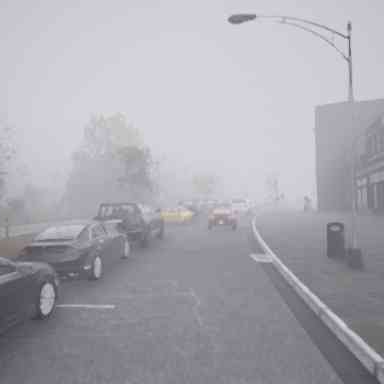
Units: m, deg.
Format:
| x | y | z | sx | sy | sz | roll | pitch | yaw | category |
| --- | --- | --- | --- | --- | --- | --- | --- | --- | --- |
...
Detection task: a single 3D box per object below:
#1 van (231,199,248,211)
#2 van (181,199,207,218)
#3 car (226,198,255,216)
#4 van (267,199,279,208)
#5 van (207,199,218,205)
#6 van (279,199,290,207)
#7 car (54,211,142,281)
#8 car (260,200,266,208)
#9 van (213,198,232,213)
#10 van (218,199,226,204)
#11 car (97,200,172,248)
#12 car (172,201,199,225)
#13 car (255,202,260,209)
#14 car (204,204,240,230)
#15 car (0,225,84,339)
| x | y | z | sx | sy | sz | roll | pitch | yaw | category |
| --- | --- | --- | --- | --- | --- | --- | --- | --- | --- |
| 8.480 | 2.224 | 58.888 | 1.878 | 1.987 | 4.442 | -2 | -1 | 21 | van |
| -0.039 | 1.677 | 32.309 | 1.878 | 1.987 | 4.442 | -3 | -1 | 10 | van |
| 5.946 | 1.754 | 40.106 | 2.150 | 2.045 | 5.566 | -1 | -1 | 16 | car |
| 18.526 | 2.668 | 78.801 | 1.878 | 1.987 | 4.442 | -2 | -1 | 29 | van |
| 1.285 | 1.773 | 37.743 | 1.878 | 1.987 | 4.442 | -3 | -1 | 15 | van |
| 23.588 | 2.842 | 87.368 | 1.878 | 1.987 | 4.442 | -2 | -1 | 29 | van |
| -3.264 | 1.593 | 10.075 | 2.231 | 1.521 | 4.892 | -3 | -1 | 4 | car |
| 13.179 | 2.723 | 68.896 | 2.002 | 1.452 | 4.674 | -2 | -1 | 27 | car |
| 4.477 | 1.987 | 48.446 | 1.878 | 1.987 | 4.442 | -3 | -1 | 17 | van |
| 2.795 | 1.877 | 43.126 | 1.878 | 1.987 | 4.442 | -3 | -1 | 16 | van |
| -2.776 | 1.408 | 15.682 | 2.435 | 2.045 | 5.566 | -3 | -1 | 6 | car |
| -1.121 | 1.811 | 26.895 | 1.946 | 1.575 | 5.366 | -3 | -1 | 12 | car |
| 10.726 | 2.317 | 63.911 | 2.435 | 2.045 | 5.566 | -2 | -1 | 23 | car |
| 2.197 | 1.791 | 23.354 | 1.812 | 1.442 | 4.674 | 0 | -1 | 9 | car |
| -3.563 | 1.528 | 4.492 | 2.231 | 1.521 | 4.892 | -3 | 0 | 3 | car |
